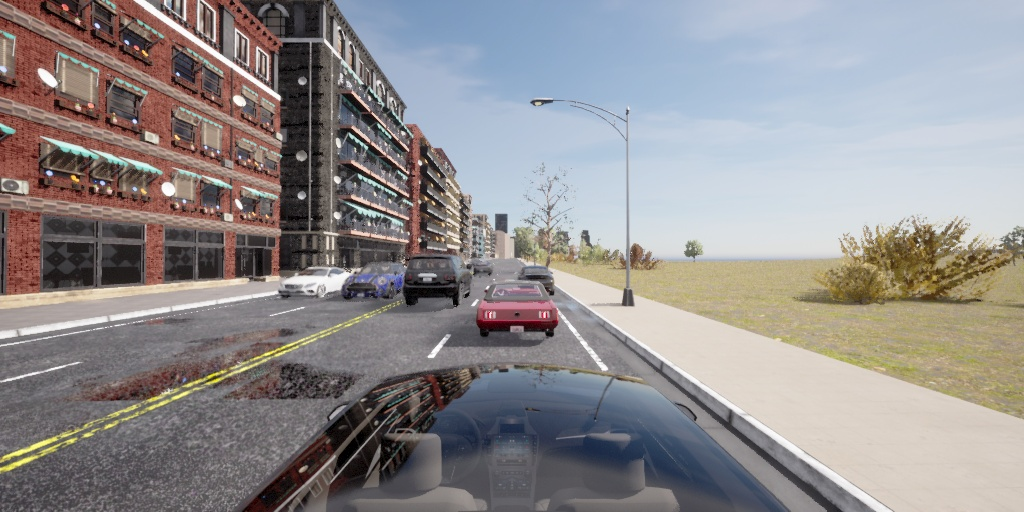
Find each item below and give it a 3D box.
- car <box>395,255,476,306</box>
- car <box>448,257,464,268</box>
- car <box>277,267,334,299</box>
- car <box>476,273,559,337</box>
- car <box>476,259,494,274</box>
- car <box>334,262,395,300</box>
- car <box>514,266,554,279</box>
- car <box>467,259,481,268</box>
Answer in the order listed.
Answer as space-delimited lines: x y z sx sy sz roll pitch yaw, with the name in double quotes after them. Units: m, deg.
-3.095 0.971 15.833 2.150 2.045 5.566 0 0 0 "car"
-9.579 1.101 61.540 2.097 1.767 4.553 0 0 1 "car"
-9.784 1.278 18.309 1.812 1.442 4.674 0 0 0 "car"
0.132 1.352 10.254 1.895 1.301 4.718 0 0 0 "car"
-3.004 1.244 38.079 2.128 1.511 4.902 0 0 0 "car"
-6.536 1.104 17.752 2.097 1.767 4.553 0 0 0 "car"
1.207 1.257 19.455 1.837 1.490 4.892 0 0 0 "car"
-6.337 1.256 60.889 1.837 1.490 4.892 0 -1 1 "car"
